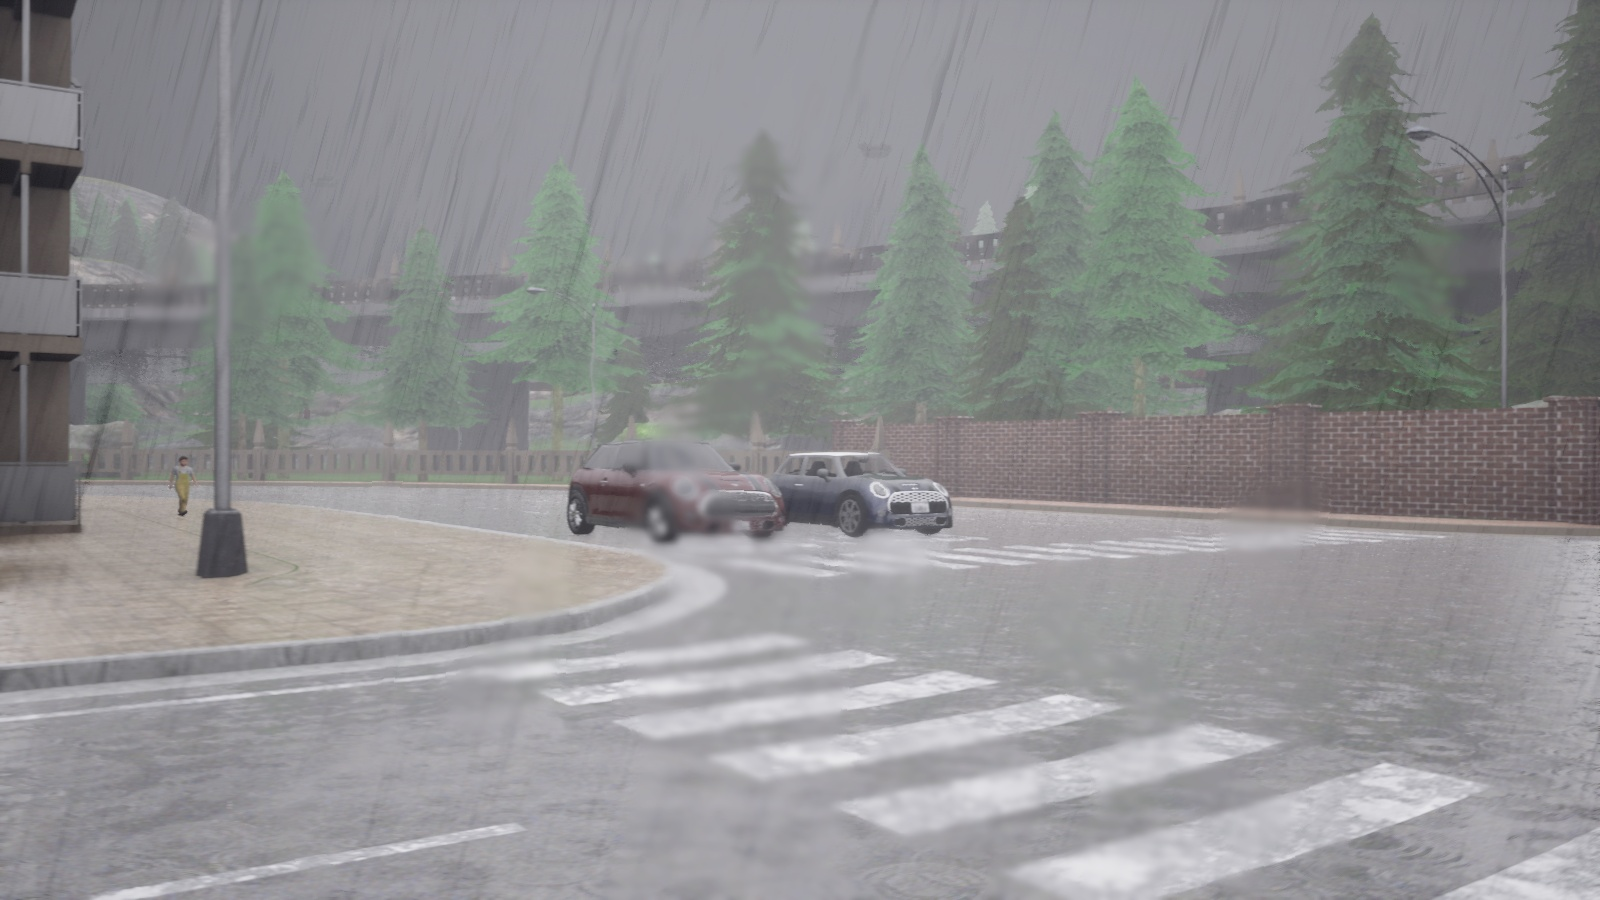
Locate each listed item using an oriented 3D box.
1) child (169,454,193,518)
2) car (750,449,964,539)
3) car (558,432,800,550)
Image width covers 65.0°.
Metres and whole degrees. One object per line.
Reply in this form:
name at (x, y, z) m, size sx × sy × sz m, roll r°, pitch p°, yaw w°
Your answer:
child at (-12.424, 0.718, 25.206) m, size 0.437 × 1.263 × 0.270 m, roll 0°, pitch 0°, yaw 41°
car at (0.955, 0.729, 22.828) m, size 1.970 × 1.475 × 3.806 m, roll 0°, pitch 0°, yaw -35°
car at (-2.169, 0.620, 21.191) m, size 2.097 × 1.767 × 4.553 m, roll 0°, pitch 0°, yaw -35°
